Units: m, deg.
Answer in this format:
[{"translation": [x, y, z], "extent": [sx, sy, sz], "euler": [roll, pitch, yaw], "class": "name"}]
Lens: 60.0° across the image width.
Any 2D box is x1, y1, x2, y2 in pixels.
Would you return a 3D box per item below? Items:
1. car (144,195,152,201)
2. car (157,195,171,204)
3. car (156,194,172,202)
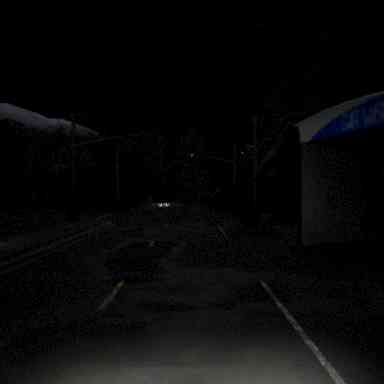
[{"translation": [-12.369, 1.523, 86.219], "extent": [4.902, 1.511, 2.128], "euler": [0, 0, 42], "class": "car"}, {"translation": [-5.687, 1.593, 65.686], "extent": [1.994, 1.385, 4.181], "euler": [0, 0, -14], "class": "car"}, {"translation": [-6.617, 1.394, 77.915], "extent": [2.097, 1.767, 4.553], "euler": [0, 0, -27], "class": "car"}]
